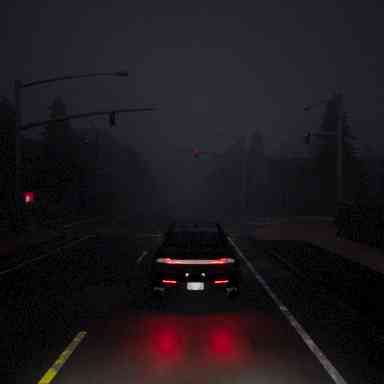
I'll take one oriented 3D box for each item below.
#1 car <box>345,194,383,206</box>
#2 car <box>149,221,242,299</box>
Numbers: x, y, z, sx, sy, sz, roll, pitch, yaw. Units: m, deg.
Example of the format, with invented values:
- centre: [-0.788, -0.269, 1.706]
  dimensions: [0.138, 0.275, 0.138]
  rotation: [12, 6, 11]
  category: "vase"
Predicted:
- centre: [15.881, 1.202, 28.964]
  dimensions: [5.566, 2.045, 2.150]
  rotation: [0, 0, -8]
  category: "car"
- centre: [0.084, 1.492, 8.444]
  dimensions: [2.128, 1.511, 4.902]
  rotation: [0, 0, 0]
  category: "car"
